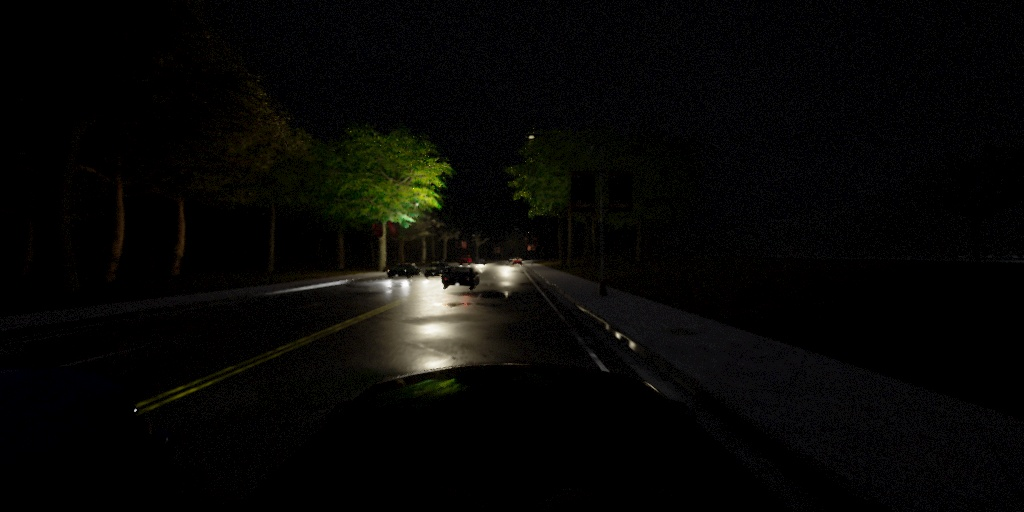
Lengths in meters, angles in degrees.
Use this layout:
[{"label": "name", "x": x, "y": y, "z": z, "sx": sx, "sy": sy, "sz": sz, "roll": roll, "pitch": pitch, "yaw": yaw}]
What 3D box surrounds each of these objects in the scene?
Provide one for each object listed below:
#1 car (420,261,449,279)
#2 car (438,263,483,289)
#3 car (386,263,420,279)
[{"label": "car", "x": -6.589, "y": 1.250, "z": 32.411, "sx": 1.837, "sy": 1.490, "sz": 4.892, "roll": 0, "pitch": 0, "yaw": 0}, {"label": "car", "x": -3.145, "y": 1.348, "z": 22.790, "sx": 1.895, "sy": 1.301, "sz": 4.718, "roll": 0, "pitch": 0, "yaw": 0}, {"label": "car", "x": -9.839, "y": 1.346, "z": 32.792, "sx": 1.895, "sy": 1.301, "sz": 4.718, "roll": 0, "pitch": 0, "yaw": 0}]
